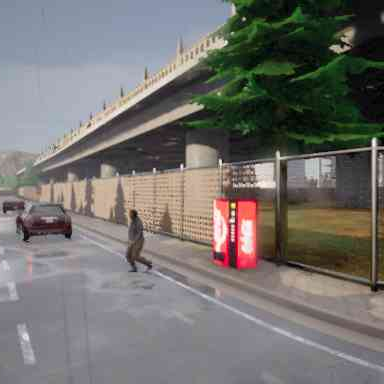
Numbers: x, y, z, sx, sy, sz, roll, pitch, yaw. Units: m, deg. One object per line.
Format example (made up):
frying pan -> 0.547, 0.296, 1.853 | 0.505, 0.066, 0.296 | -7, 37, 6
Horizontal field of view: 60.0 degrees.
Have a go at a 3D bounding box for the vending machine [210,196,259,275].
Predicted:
vending machine -> 1.239, 1.185, 9.663 | 1.100, 2.100, 0.880 | 0, 0, -32

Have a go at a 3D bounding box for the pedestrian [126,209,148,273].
pedestrian -> -1.531, 1.277, 9.068 | 0.375, 1.860, 0.375 | 0, 0, -32

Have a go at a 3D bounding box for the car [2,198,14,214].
car -> -18.575, 1.379, 34.709 | 1.882, 1.535, 5.008 | 0, -1, -32

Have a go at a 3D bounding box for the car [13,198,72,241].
car -> -7.497, 1.308, 16.672 | 2.097, 1.767, 4.553 | 0, 0, -32
